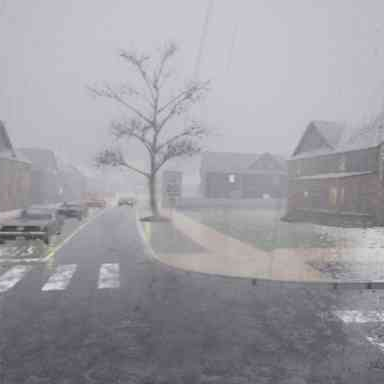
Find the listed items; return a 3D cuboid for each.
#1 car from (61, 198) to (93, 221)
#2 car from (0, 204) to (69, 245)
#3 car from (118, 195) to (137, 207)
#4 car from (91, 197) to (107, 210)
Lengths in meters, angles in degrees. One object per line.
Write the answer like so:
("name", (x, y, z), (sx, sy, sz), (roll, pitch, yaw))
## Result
("car", (-8.791, 1.330, 24.449), (1.895, 1.301, 4.718), (2, 0, -10))
("car", (-6.806, 1.393, 14.424), (1.895, 1.301, 4.718), (2, 0, -13))
("car", (-8.987, 1.324, 45.688), (1.895, 1.301, 4.718), (2, 0, -7))
("car", (-10.956, 1.262, 38.082), (1.895, 1.301, 4.718), (2, 0, -8))
